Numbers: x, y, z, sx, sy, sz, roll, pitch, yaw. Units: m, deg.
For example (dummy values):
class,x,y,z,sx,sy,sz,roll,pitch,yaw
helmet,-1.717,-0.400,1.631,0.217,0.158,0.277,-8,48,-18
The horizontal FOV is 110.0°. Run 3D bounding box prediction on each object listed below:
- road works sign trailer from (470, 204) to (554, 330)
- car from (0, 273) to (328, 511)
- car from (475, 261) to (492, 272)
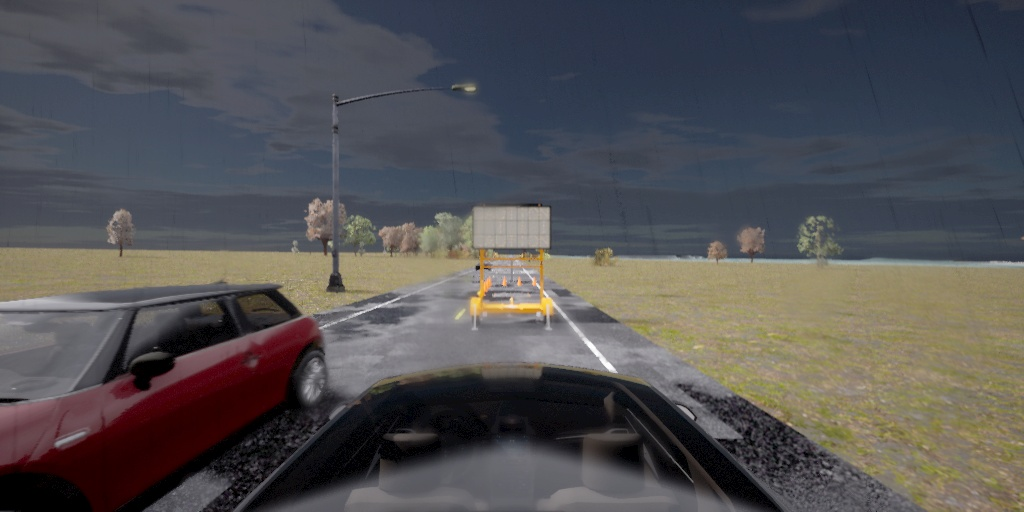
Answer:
class,x,y,z,sx,sy,sz,roll,pitch,yaw
road works sign trailer,-0.005,0.203,11.034,2.380,3.560,2.880,0,0,0
car,-3.601,1.100,3.052,2.097,1.767,4.553,0,0,0
car,-3.619,1.300,45.373,1.895,1.301,4.718,0,0,0
